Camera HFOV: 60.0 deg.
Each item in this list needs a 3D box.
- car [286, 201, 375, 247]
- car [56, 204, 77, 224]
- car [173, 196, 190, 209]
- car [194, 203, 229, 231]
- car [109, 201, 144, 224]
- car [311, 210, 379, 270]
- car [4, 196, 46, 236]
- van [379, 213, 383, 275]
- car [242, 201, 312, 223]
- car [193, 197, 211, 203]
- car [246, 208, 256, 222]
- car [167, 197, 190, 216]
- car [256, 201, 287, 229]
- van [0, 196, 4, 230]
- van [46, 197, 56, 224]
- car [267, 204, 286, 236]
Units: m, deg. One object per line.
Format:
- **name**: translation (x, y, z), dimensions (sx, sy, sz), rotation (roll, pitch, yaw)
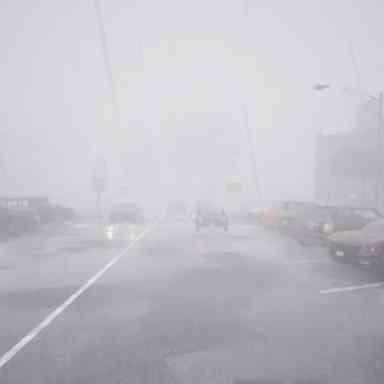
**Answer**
- **car**: translation (6.350, 1.319, 12.917), dimensions (4.553, 1.767, 2.185), rotation (1, 0, -20)
- **car**: translation (-10.651, 1.465, 23.054), dimensions (5.008, 1.535, 2.097), rotation (-1, 0, -18)
- **car**: translation (-1.322, 1.282, 42.865), dimensions (1.895, 1.301, 4.718), rotation (0, 3, 2)
- **car**: translation (1.137, 1.564, 20.290), dimensions (1.895, 1.301, 4.718), rotation (0, 0, 1)
- **car**: translation (-4.770, 1.436, 24.838), dimensions (1.882, 1.535, 5.008), rotation (0, 0, 1)
- **car**: translation (6.399, 1.451, 9.974), dimensions (5.008, 1.535, 2.097), rotation (1, 0, -20)
- **car**: translation (-10.804, 1.223, 17.073), dimensions (5.566, 2.045, 2.435), rotation (-1, 0, -18)
- **van**: translation (6.516, 1.232, 7.072), dimensions (4.442, 1.987, 1.878), rotation (1, 0, -20)
- **car**: translation (6.313, 1.462, 24.725), dimensions (4.674, 1.452, 2.002), rotation (1, 0, -20)
- **car**: translation (1.137, 1.342, 38.022), dimensions (2.128, 1.511, 4.902), rotation (0, 1, 1)
- **car**: translation (6.304, 1.457, 21.762), dimensions (4.792, 1.488, 2.163), rotation (1, 0, -20)
- **car**: translation (-1.380, 1.431, 31.990), dimensions (2.128, 1.511, 4.902), rotation (0, 0, 0)
- **car**: translation (6.320, 1.308, 18.817), dimensions (4.553, 1.767, 2.185), rotation (1, 0, -20)
- **van**: translation (-10.806, 1.252, 14.102), dimensions (4.442, 1.987, 1.878), rotation (-1, 0, -18)
- **van**: translation (-10.854, 1.246, 20.017), dimensions (4.442, 1.987, 1.878), rotation (-1, 0, -18)
- **car**: translation (6.391, 1.469, 15.887), dimensions (4.792, 1.488, 2.163), rotation (1, 0, -20)
